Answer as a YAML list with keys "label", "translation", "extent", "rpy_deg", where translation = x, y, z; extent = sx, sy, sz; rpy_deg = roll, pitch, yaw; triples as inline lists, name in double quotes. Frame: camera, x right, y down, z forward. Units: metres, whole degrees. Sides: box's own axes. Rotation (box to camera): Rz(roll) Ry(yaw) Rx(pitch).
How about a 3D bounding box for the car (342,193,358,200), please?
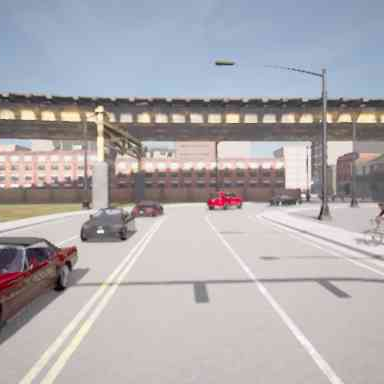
- label: "car"
  translation: [30.796, 0.986, 64.170]
  extent: [2.038, 1.542, 4.974]
  rpy_deg: [0, 0, 30]

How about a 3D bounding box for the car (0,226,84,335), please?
- label: "car"
  translation: [-3.730, 1.582, 6.139]
  extent: [1.895, 1.301, 4.718]
  rpy_deg: [0, 0, -1]

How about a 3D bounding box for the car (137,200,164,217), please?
- label: "car"
  translation: [-3.799, 1.425, 28.854]
  extent: [1.994, 1.385, 4.181]
  rpy_deg: [0, 0, 9]

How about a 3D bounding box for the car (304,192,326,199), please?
- label: "car"
  translation: [31.681, 0.867, 85.965]
  extent: [2.038, 1.542, 4.974]
  rpy_deg: [0, 0, -35]

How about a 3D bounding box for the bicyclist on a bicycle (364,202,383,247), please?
- label: "bicyclist on a bicycle"
  translation: [7.099, 1.209, 12.174]
  extent: [1.656, 1.620, 0.582]
  rpy_deg: [0, 0, -1]

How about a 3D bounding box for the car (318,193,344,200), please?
- label: "car"
  translation: [27.678, 0.830, 66.303]
  extent: [1.853, 1.218, 4.536]
  rpy_deg: [0, 0, -30]

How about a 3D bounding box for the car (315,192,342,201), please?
- label: "car"
  translation: [27.705, 0.988, 66.259]
  extent: [2.038, 1.542, 4.974]
  rpy_deg: [0, 0, -30]

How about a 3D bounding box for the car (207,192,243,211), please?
- label: "car"
  translation: [3.822, 1.003, 38.097]
  extent: [2.150, 2.045, 5.566]
  rpy_deg: [0, 0, 35]

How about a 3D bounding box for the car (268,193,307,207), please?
- label: "car"
  translation: [12.689, 1.199, 45.412]
  extent: [4.902, 1.511, 2.128]
  rpy_deg: [0, 0, -24]

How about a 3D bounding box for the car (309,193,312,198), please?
- label: "car"
  translation: [27.693, 0.888, 85.123]
  extent: [4.974, 1.542, 2.038]
  rpy_deg: [0, 0, -40]

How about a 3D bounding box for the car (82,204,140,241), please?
- label: "car"
  translation: [-3.946, 1.493, 16.182]
  extent: [1.994, 1.385, 4.181]
  rpy_deg: [0, 0, -1]

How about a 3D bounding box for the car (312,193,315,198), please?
- label: "car"
  translation: [31.710, 0.710, 85.922]
  extent: [1.853, 1.218, 4.536]
  rpy_deg: [0, 0, -35]

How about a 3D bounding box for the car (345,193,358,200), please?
- label: "car"
  translation: [30.821, 0.829, 64.214]
  extent: [1.853, 1.218, 4.536]
  rpy_deg: [0, 0, 30]
